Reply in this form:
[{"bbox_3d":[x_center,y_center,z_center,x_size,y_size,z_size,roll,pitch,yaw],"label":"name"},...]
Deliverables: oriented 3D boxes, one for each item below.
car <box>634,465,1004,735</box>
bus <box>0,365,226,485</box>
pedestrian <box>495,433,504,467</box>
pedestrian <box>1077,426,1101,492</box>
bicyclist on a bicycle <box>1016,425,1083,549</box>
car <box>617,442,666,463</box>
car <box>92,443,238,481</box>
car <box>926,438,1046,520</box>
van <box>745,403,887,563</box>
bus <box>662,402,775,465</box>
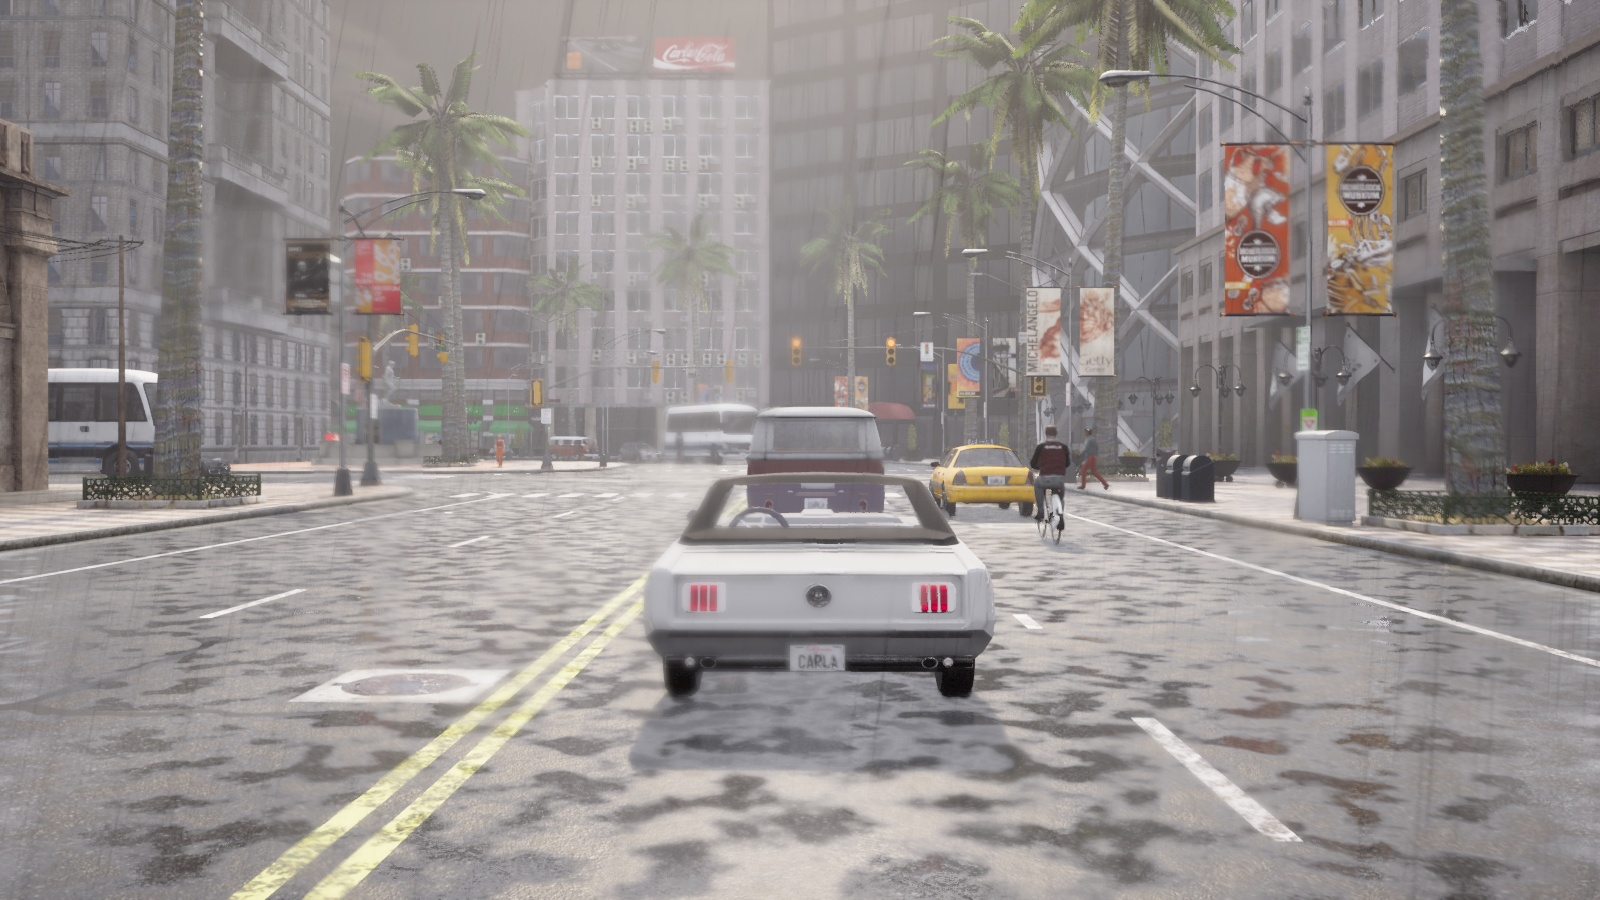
[{"bbox_3d":[0.125,0.797,8.803,1.895,1.301,4.718,0,0,1],"label":"car"},{"bbox_3d":[-27.301,-0.914,46.485,10.273,4.253,3.944,0,0,0],"label":"bus"},{"bbox_3d":[-16.450,0.002,68.752,0.345,1.836,0.594,0,0,0],"label":"pedestrian"},{"bbox_3d":[8.174,0.246,35.518,0.614,1.847,0.353,0,0,22],"label":"pedestrian"},{"bbox_3d":[3.737,0.513,18.927,0.659,1.776,1.843,0,1,1],"label":"bicyclist on a bicycle"},{"bbox_3d":[-11.728,0.179,92.716,1.970,1.475,3.806,0,0,-38],"label":"car"},{"bbox_3d":[-25.251,0.449,49.998,4.892,1.490,1.837,0,0,1],"label":"car"},{"bbox_3d":[3.818,0.538,26.653,1.801,1.575,5.366,0,0,1],"label":"car"},{"bbox_3d":[0.224,0.399,17.841,1.775,1.987,4.442,0,0,1],"label":"van"},{"bbox_3d":[-6.011,-1.143,90.124,3.944,4.253,10.273,0,0,-30],"label":"bus"}]
